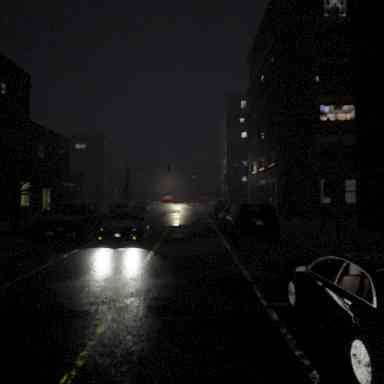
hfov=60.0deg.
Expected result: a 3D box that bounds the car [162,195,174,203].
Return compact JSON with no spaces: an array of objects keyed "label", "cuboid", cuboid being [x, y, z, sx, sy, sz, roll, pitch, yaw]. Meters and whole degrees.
[{"label":"car","cuboid":[-5.765,1.731,75.385,1.887,1.381,4.507,1,0,0]}]

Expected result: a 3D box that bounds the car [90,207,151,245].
[{"label":"car","cuboid":[-3.102,1.604,15.754,1.994,1.385,4.181,0,0,0]}]

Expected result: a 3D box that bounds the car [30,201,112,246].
[{"label":"car","cuboid":[-5.674,1.355,15.801,2.192,1.841,5.009,1,0,0]}]

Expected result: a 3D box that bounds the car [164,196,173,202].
[{"label":"car","cuboid":[-5.690,1.745,81.066,1.887,1.381,4.507,1,0,0]}]

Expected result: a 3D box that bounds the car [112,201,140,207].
[{"label":"car","cuboid":[-5.678,1.507,26.615,1.967,1.590,4.097,1,0,0]}]

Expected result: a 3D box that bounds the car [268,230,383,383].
[{"label":"car","cuboid":[2.703,1.564,4.980,2.008,1.369,4.403,1,0,0]}]

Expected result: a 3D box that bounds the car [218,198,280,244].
[{"label":"car","cuboid":[2.705,1.356,15.795,2.192,1.841,5.009,1,0,0]}]

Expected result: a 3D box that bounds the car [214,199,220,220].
[{"label":"car","cuboid":[2.702,1.495,21.202,1.967,1.590,4.097,1,0,0]}]

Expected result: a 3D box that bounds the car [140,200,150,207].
[{"label":"car","cuboid":[-5.683,1.645,37.429,2.008,1.369,4.403,1,0,0]}]

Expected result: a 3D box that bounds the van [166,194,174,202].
[{"label":"van","cuboid":[-5.686,1.555,86.754,1.690,1.788,3.998,1,0,0]}]

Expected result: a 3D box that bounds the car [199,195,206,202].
[{"label":"car","cuboid":[2.691,1.655,86.816,1.967,1.590,4.097,1,0,0]}]
